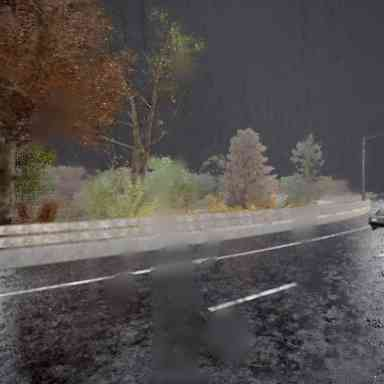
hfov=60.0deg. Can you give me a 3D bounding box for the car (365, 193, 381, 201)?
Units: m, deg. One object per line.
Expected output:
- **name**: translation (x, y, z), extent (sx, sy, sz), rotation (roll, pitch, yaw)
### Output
- **car**: translation (38.579, 1.278, 72.742), extent (2.128, 1.511, 4.902), rotation (0, 0, 8)

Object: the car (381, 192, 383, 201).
- **car**: translation (42.022, 0.963, 72.126), extent (2.150, 2.045, 5.566), rotation (0, 0, 8)

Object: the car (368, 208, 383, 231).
- **car**: translation (12.096, 1.578, 19.676), extent (1.895, 1.301, 4.718), rotation (0, 0, 43)
